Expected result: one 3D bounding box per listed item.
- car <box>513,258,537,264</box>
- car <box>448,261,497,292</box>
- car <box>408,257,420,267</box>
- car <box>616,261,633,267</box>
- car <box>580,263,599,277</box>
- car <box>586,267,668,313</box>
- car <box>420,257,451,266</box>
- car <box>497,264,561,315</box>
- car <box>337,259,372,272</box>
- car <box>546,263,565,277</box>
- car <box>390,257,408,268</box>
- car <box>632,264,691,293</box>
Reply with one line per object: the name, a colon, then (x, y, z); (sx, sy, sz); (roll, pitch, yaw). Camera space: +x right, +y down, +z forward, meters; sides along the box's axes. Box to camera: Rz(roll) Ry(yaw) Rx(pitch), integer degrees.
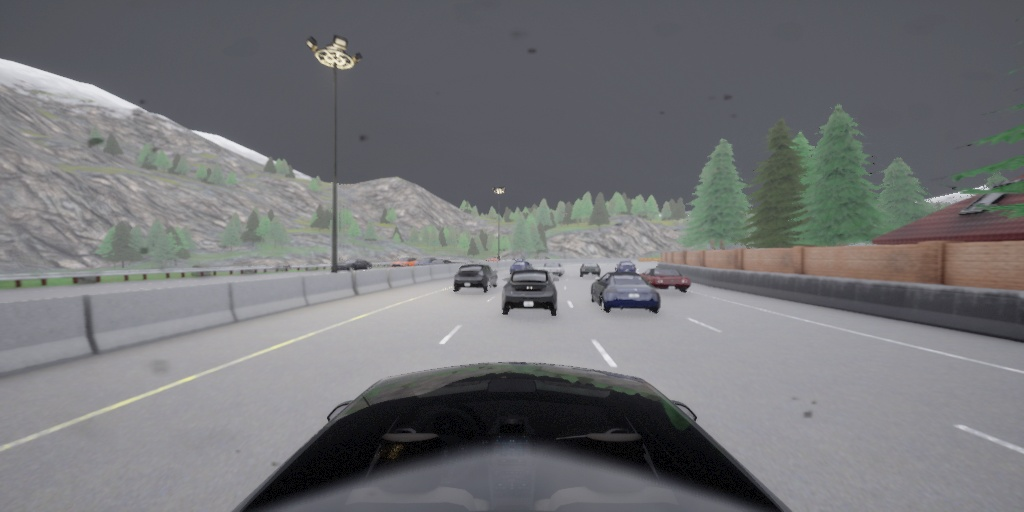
car: (1.040, 1.202, 37.242); (1.812, 1.442, 4.674); (0, 0, 13)
car: (-2.011, 1.208, 20.848); (1.837, 1.490, 4.892); (0, 0, 7)
car: (-11.068, 0.975, 46.899); (2.097, 1.767, 4.553); (0, 0, 16)
car: (11.908, 1.229, 37.436); (1.812, 1.442, 4.674); (0, 0, 14)
car: (7.650, 1.299, 34.908); (1.895, 1.301, 4.718); (0, 0, 13)
car: (4.282, 1.298, 14.079); (1.994, 1.385, 4.181); (0, 0, 5)
car: (-8.598, 1.144, 42.679); (1.837, 1.490, 4.892); (0, 0, 15)
car: (0.715, 1.231, 13.533); (1.837, 1.490, 4.892); (0, 0, 5)
car: (-19.193, 1.088, 43.633); (1.882, 1.535, 5.008); (0, 0, 15)
car: (4.037, 1.290, 34.813); (1.895, 1.301, 4.718); (0, 0, 13)
car: (-14.317, 0.964, 48.245); (2.097, 1.767, 4.553); (0, 0, 17)
car: (8.532, 1.332, 20.668); (1.895, 1.301, 4.718); (0, 0, 8)
